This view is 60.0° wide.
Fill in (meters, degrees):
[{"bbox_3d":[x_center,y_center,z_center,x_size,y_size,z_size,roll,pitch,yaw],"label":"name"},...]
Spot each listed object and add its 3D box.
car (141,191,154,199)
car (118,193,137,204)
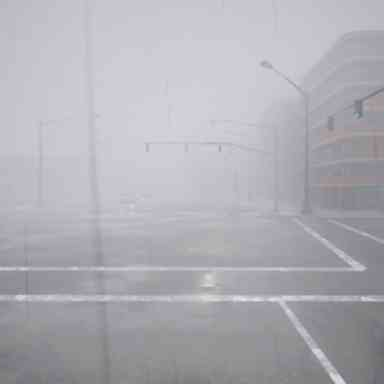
[{"bbox_3d":[-8.409,0.537,63.221,1.994,1.385,4.181,0,1,2],"label":"car"},{"bbox_3d":[-8.885,0.910,46.647,1.812,1.442,4.674,0,1,2],"label":"car"}]
